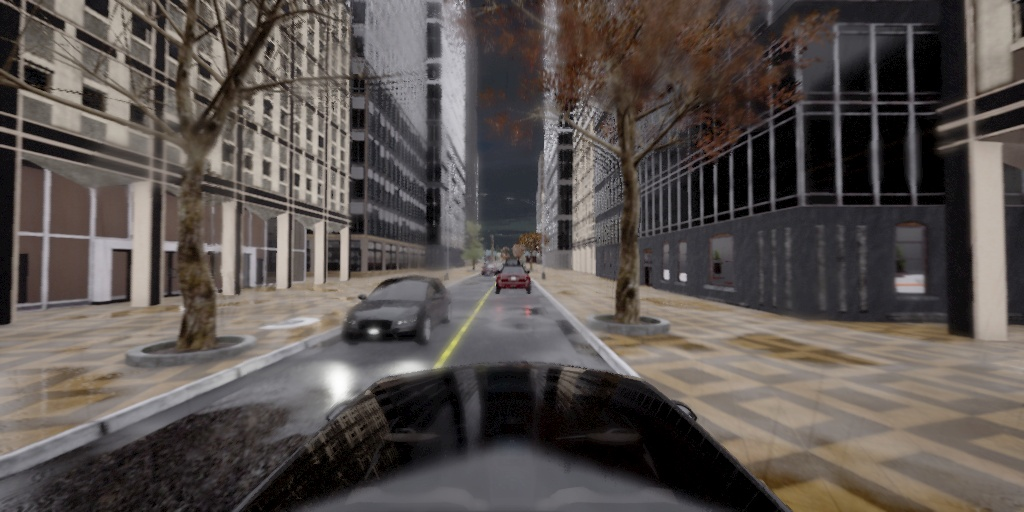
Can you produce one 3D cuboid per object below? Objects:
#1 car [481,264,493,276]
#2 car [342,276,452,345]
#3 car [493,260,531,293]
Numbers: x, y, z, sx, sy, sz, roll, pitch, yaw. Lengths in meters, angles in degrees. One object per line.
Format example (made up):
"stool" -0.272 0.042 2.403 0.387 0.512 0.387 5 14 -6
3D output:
"car" -2.841 1.739 45.411 1.812 1.442 4.674 0 -1 0
"car" -2.848 1.340 9.846 1.837 1.490 4.892 0 0 0
"car" 0.093 1.324 22.693 2.097 1.767 4.553 0 -1 0
